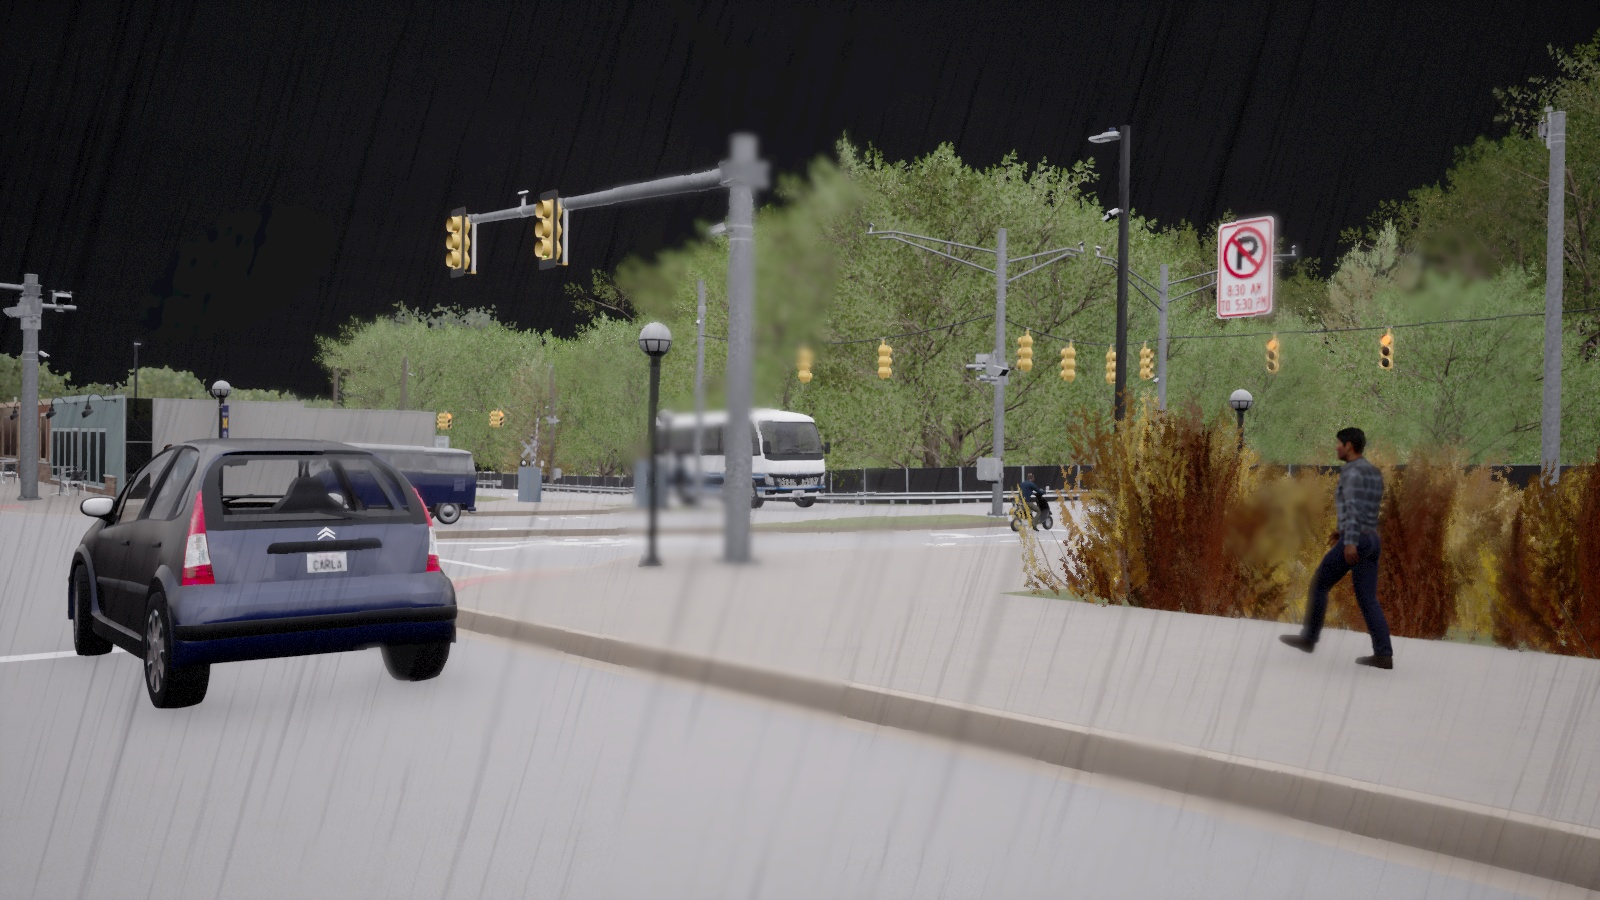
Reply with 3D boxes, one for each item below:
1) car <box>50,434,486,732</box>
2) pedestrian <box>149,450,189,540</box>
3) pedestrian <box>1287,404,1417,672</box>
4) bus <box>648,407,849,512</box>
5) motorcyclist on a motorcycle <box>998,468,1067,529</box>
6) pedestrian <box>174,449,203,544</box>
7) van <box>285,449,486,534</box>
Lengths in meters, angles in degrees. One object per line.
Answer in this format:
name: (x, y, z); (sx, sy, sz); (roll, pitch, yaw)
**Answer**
car: (-3.969, 0.761, 8.959); (1.851, 1.617, 3.988); (-1, -1, -38)
pedestrian: (-13.981, 0.979, 27.809); (0.659, 1.952, 0.873); (-1, 1, -35)
pedestrian: (4.186, 0.635, 9.544); (0.423, 1.949, 0.788); (-1, 1, -38)
bus: (-2.557, 0.480, 56.288); (3.944, 4.253, 10.273); (-1, -1, -35)
motorcyclist on a motorcycle: (6.381, 1.320, 34.445); (1.817, 1.590, 0.866); (-1, 0, -39)
pedestrian: (-12.680, 0.941, 26.031); (0.396, 1.930, 0.692); (-1, 1, -38)
van: (-10.428, 1.056, 31.788); (4.442, 1.987, 1.775); (2, -2, -41)
